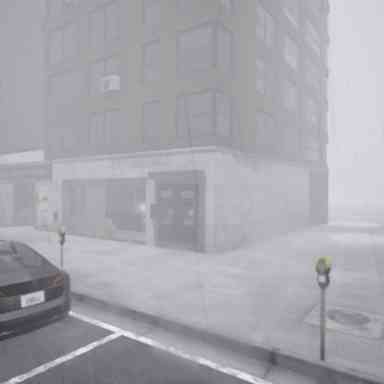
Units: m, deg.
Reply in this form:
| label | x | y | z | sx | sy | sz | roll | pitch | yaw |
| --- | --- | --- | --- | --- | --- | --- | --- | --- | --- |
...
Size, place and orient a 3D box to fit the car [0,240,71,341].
| label | x | y | z | sx | sy | sz | roll | pitch | yaw |
| --- | --- | --- | --- | --- | --- | --- | --- | --- | --- |
| car | -3.920 | 1.519 | 5.874 | 4.313 | 1.339 | 1.947 | 1 | 0 | 35 |
